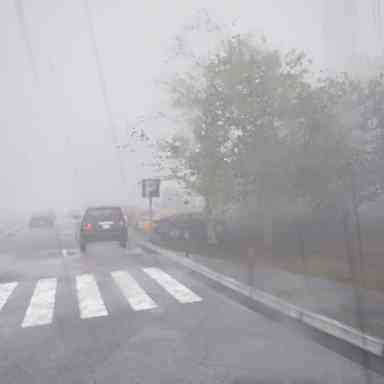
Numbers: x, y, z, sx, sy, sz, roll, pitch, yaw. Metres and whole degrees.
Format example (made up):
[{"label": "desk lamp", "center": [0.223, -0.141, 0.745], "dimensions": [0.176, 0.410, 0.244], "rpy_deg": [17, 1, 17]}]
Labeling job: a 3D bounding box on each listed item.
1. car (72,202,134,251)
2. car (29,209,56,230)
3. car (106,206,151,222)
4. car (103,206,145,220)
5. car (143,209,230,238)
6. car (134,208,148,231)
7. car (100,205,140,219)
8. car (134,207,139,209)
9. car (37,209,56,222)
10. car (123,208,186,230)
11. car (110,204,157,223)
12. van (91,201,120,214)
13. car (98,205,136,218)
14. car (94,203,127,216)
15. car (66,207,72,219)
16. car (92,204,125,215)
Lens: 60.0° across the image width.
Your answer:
[{"label": "car", "center": [-4.814, 1.725, 17.233], "dimensions": [2.150, 2.045, 5.566], "rpy_deg": [-1, -1, -22]}, {"label": "car", "center": [-13.675, 2.516, 30.399], "dimensions": [1.882, 1.535, 5.008], "rpy_deg": [-1, -1, -21]}, {"label": "car", "center": [-7.246, 2.467, 37.901], "dimensions": [4.674, 1.452, 2.002], "rpy_deg": [-1, -1, -22]}, {"label": "car", "center": [-8.265, 2.531, 40.459], "dimensions": [4.674, 1.452, 2.002], "rpy_deg": [-1, -1, -22]}, {"label": "car", "center": [-0.085, 1.886, 20.005], "dimensions": [4.892, 1.521, 2.231], "rpy_deg": [-1, -1, -22]}, {"label": "car", "center": [-1.108, 1.971, 22.562], "dimensions": [5.008, 1.535, 2.097], "rpy_deg": [-1, -1, -22]}, {"label": "car", "center": [-9.321, 2.583, 43.007], "dimensions": [4.792, 1.488, 2.163], "rpy_deg": [-1, -1, -22]}, {"label": "car", "center": [-2.120, 2.055, 25.121], "dimensions": [4.892, 1.521, 2.231], "rpy_deg": [-1, -1, -22]}, {"label": "car", "center": [-18.269, 2.888, 41.916], "dimensions": [1.994, 1.385, 4.181], "rpy_deg": [-1, -1, -21]}, {"label": "car", "center": [-3.119, 2.166, 27.682], "dimensions": [4.792, 1.488, 2.163], "rpy_deg": [-1, -1, -22]}, {"label": "car", "center": [-6.251, 2.237, 35.330], "dimensions": [4.553, 1.767, 2.185], "rpy_deg": [-1, -1, -22]}, {"label": "van", "center": [-14.532, 2.576, 55.761], "dimensions": [4.442, 1.987, 1.878], "rpy_deg": [-1, 0, -22]}, {"label": "car", "center": [-10.290, 2.637, 45.583], "dimensions": [4.792, 1.488, 2.163], "rpy_deg": [-1, -1, -22]}, {"label": "car", "center": [-12.447, 2.590, 50.794], "dimensions": [4.553, 1.767, 2.185], "rpy_deg": [-1, 0, -22]}, {"label": "car", "center": [-15.822, 2.771, 44.671], "dimensions": [2.128, 1.511, 4.902], "rpy_deg": [-1, -1, -22]}, {"label": "car", "center": [-13.397, 2.758, 53.241], "dimensions": [4.892, 1.521, 2.231], "rpy_deg": [-1, 0, -22]}]
